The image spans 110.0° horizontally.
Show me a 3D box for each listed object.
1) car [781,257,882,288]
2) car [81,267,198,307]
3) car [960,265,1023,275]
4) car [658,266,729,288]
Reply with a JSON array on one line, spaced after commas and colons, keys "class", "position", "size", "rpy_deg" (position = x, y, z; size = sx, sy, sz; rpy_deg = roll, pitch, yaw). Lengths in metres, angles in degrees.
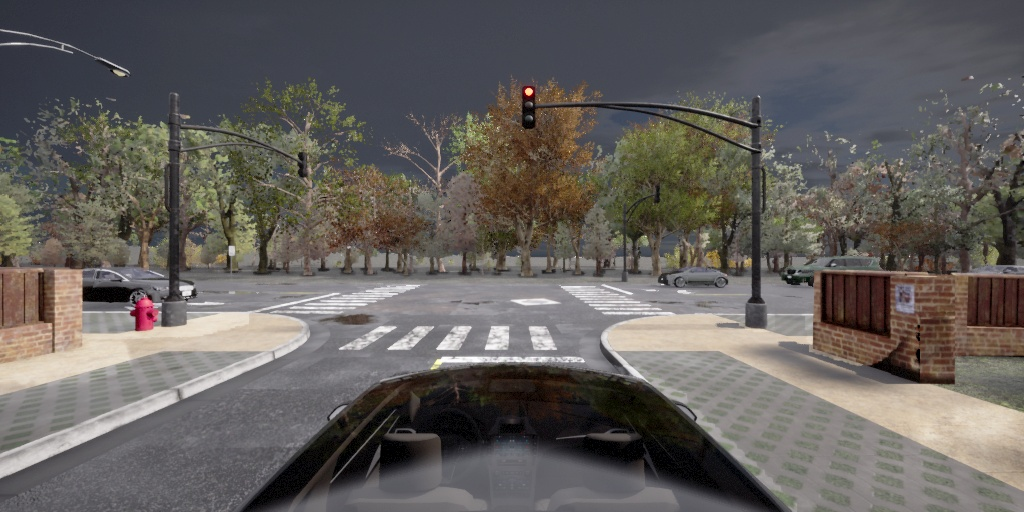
[{"class": "car", "position": [21.293, 1.057, 23.958], "size": [5.566, 2.045, 2.150], "rpy_deg": [0, 0, 0]}, {"class": "car", "position": [-15.117, 1.183, 13.965], "size": [4.902, 1.511, 2.128], "rpy_deg": [0, 0, 0]}, {"class": "car", "position": [32.501, 1.363, 23.957], "size": [4.902, 1.511, 2.128], "rpy_deg": [0, 0, 0]}, {"class": "car", "position": [12.030, 1.368, 23.948], "size": [4.181, 1.385, 1.994], "rpy_deg": [0, 0, 0]}]
